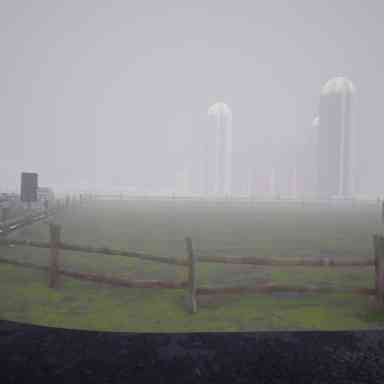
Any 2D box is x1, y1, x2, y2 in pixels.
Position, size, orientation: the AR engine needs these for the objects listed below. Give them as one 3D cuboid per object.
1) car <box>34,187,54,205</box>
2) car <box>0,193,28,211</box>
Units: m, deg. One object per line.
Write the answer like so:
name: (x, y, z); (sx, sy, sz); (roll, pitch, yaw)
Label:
car: (-18.028, 0.396, 39.599); (2.150, 2.045, 5.566); (2, 1, -9)
car: (-16.194, 0.827, 29.147); (2.128, 1.511, 4.902); (2, 1, -10)
